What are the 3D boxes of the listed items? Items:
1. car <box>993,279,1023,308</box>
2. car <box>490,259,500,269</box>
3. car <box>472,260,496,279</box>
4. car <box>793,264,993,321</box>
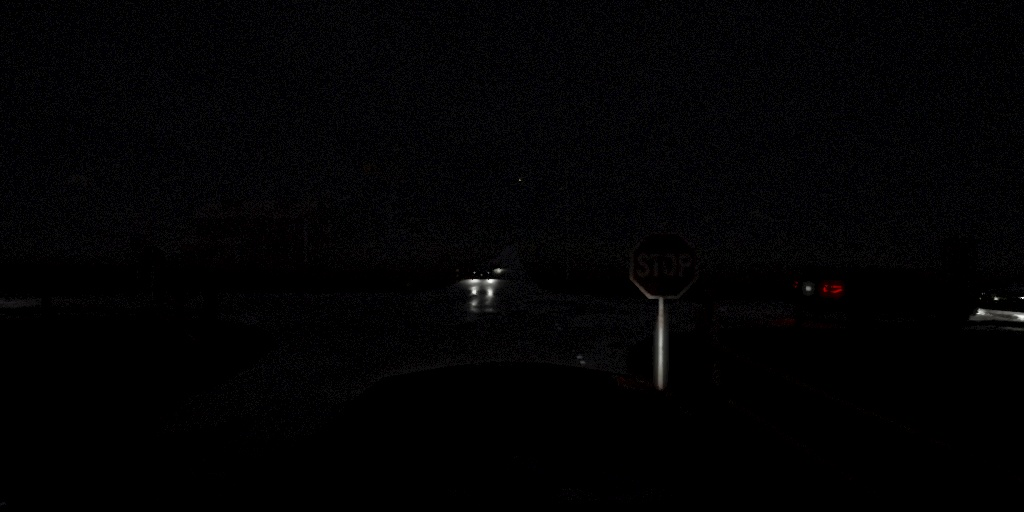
[{"bbox_3d":[24.696,1.778,16.469,4.892,1.490,1.837,1,1,0],"label":"car"},{"bbox_3d":[-2.819,1.231,56.061,1.882,1.535,5.008,0,1,0],"label":"car"},{"bbox_3d":[-2.846,1.483,35.899,1.837,1.490,4.892,0,0,0],"label":"car"},{"bbox_3d":[13.954,1.373,13.652,5.566,2.045,2.150,1,1,0],"label":"car"}]
